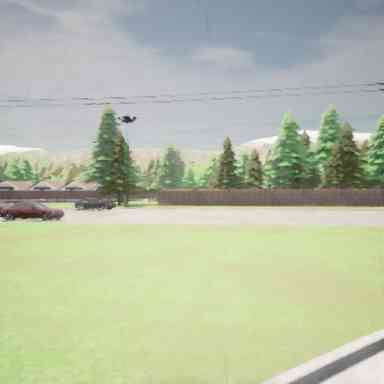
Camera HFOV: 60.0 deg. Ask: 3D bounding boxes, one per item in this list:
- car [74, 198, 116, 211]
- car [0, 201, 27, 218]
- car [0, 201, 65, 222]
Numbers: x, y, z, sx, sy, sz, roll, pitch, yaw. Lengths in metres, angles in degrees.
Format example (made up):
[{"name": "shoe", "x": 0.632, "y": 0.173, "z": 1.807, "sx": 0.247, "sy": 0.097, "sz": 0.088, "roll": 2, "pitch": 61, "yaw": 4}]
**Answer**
[{"name": "car", "x": -11.457, "y": 1.445, "z": 39.553, "sx": 4.892, "sy": 1.490, "sz": 1.837, "roll": 0, "pitch": 0, "yaw": 7}, {"name": "car", "x": -17.851, "y": 1.513, "z": 29.762, "sx": 5.357, "sy": 1.411, "sz": 2.033, "roll": 0, "pitch": 0, "yaw": 7}, {"name": "car", "x": -12.176, "y": 1.493, "z": 25.546, "sx": 4.674, "sy": 1.442, "sz": 1.812, "roll": 0, "pitch": 0, "yaw": 7}]
